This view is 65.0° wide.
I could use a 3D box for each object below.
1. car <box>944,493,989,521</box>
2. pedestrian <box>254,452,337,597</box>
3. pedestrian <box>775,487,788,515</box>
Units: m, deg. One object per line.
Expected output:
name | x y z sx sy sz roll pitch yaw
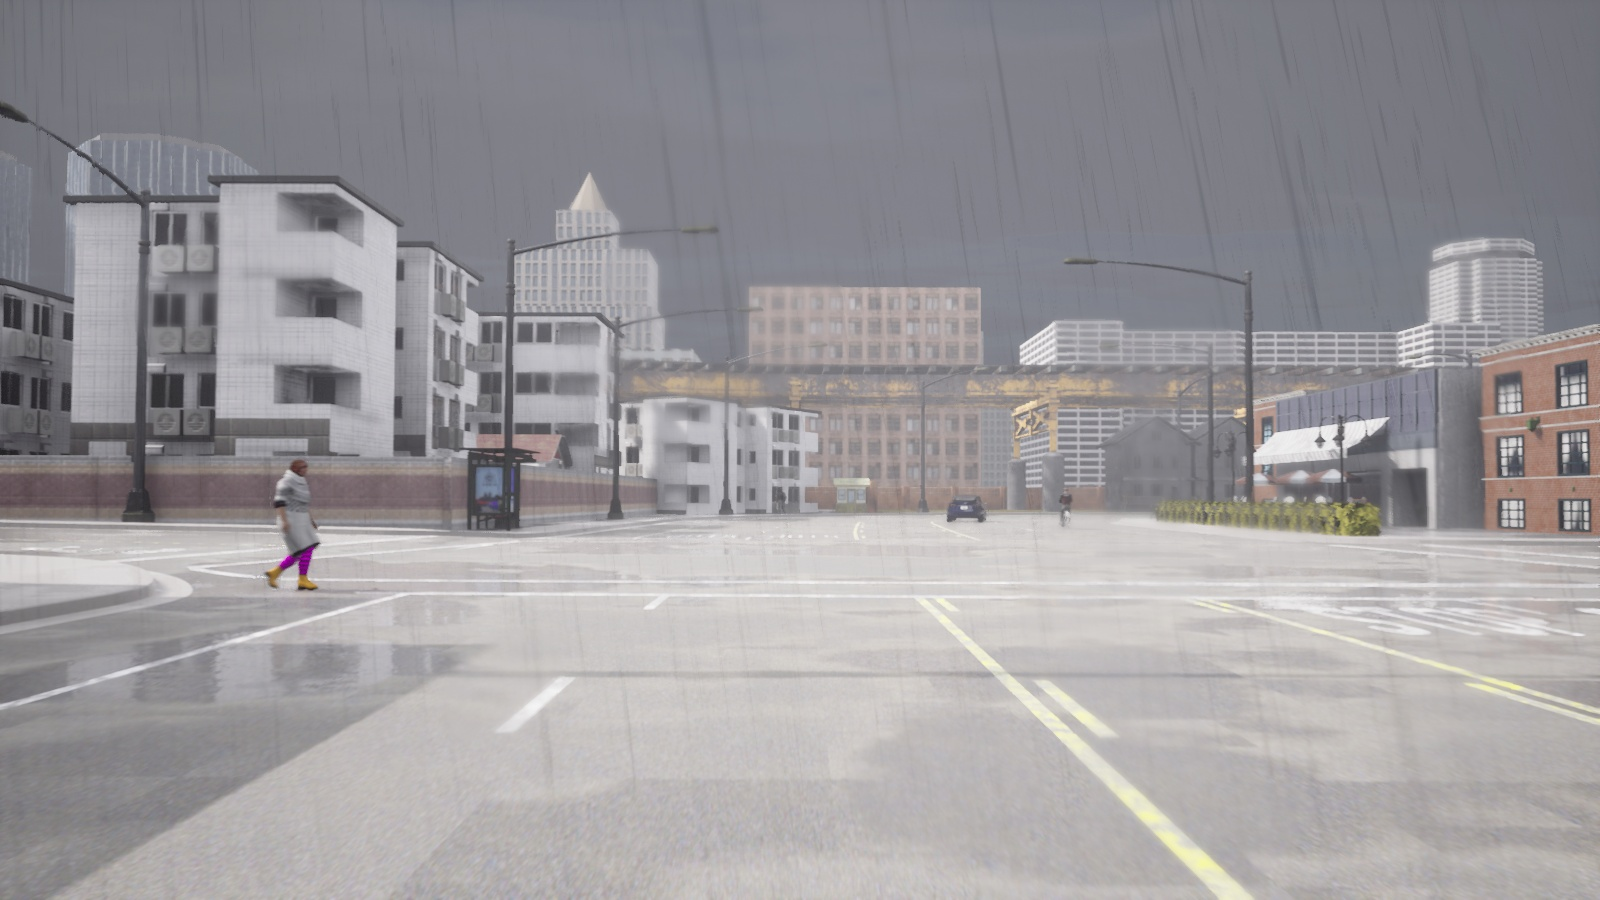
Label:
car | 9.222 3.130 69.242 2.163 1.488 4.792 -1 -2 11
pedestrian | -6.916 1.013 17.254 0.873 1.952 0.659 0 -2 -4
pedestrian | -1.243 3.403 84.305 0.563 1.883 0.849 -1 -2 26
